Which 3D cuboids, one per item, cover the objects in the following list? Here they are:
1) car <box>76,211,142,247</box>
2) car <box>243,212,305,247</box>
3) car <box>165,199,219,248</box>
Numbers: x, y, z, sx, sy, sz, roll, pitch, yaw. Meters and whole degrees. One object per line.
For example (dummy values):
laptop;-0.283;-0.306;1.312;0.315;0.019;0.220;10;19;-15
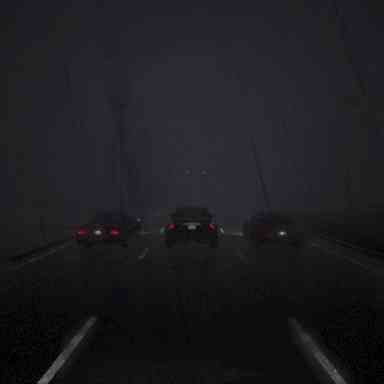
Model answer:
car;-3.502;1.562;14.890;2.033;1.411;5.357;0;0;0
car;3.498;1.571;14.891;1.994;1.385;4.181;0;0;0
car;-0.002;1.365;14.860;2.097;1.767;4.553;0;0;0
